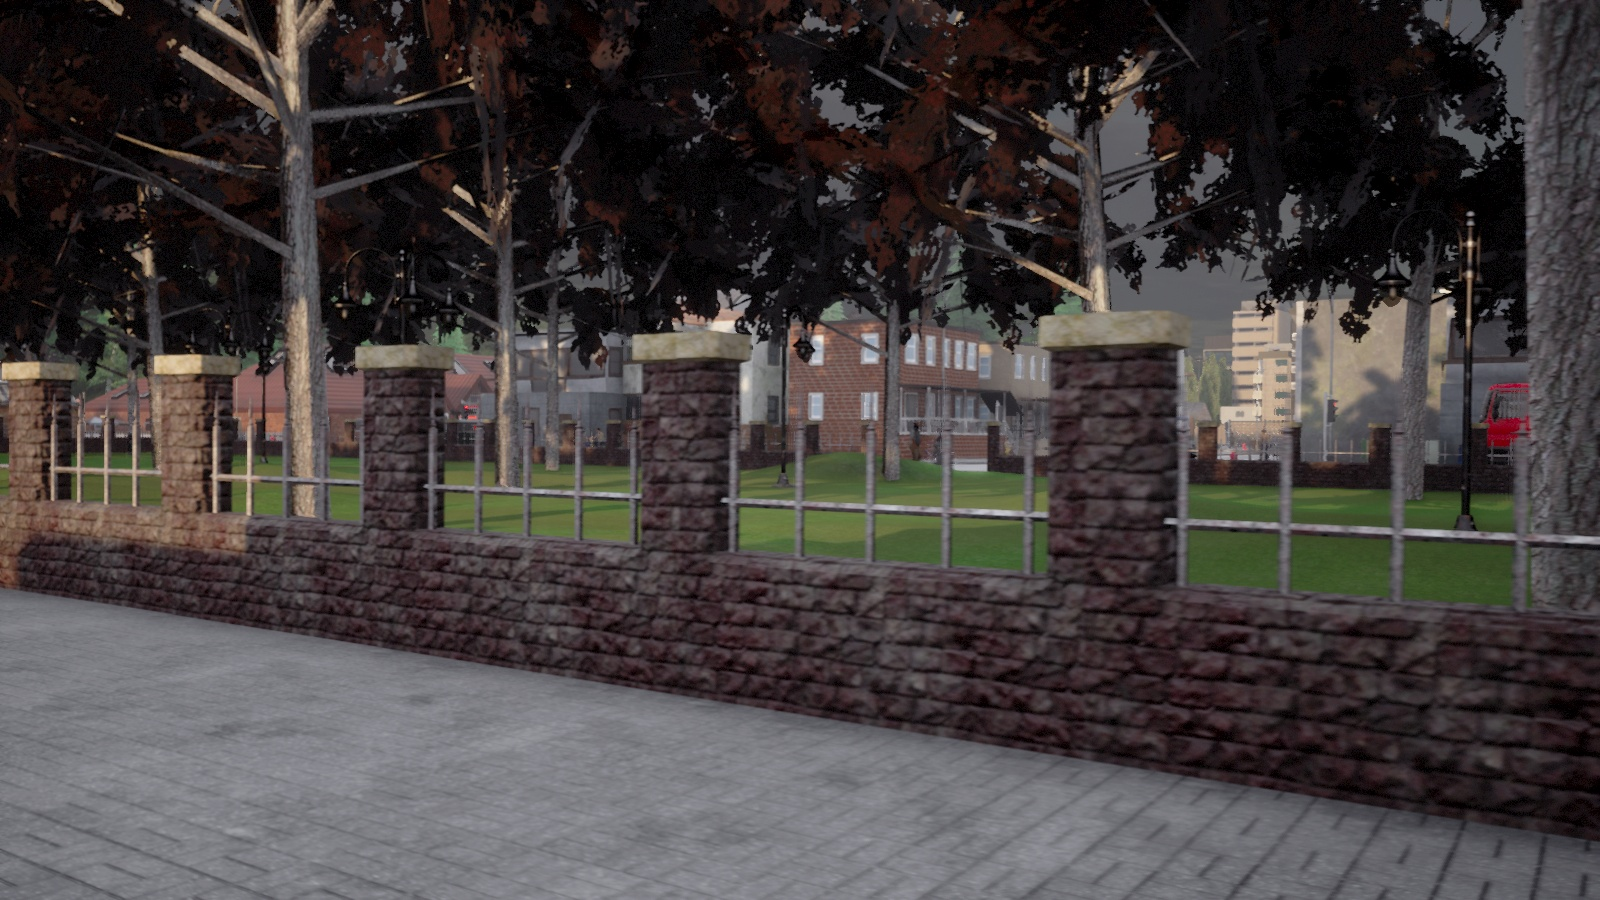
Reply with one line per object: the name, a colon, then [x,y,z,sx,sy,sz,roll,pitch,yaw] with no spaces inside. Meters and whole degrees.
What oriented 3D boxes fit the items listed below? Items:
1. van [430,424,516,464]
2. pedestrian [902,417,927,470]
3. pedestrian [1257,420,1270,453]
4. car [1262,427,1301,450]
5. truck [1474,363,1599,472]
van: [-16.964,-0.311,65.088,4.442,1.987,1.775,0,1,32]
pedestrian: [4.084,-0.231,44.658,0.694,1.848,0.540,0,1,34]
pedestrian: [25.033,-0.731,67.779,0.328,1.805,0.869,0,1,43]
car: [33.915,-0.829,88.419,1.789,1.549,3.705,0,1,34]
truck: [26.597,-1.050,40.889,7.936,3.462,2.891,0,1,34]
